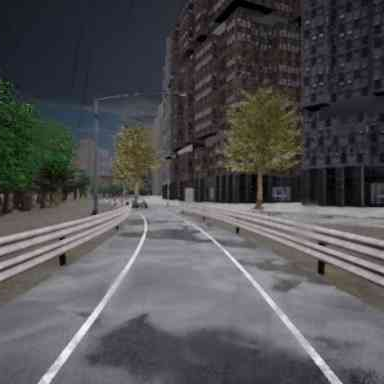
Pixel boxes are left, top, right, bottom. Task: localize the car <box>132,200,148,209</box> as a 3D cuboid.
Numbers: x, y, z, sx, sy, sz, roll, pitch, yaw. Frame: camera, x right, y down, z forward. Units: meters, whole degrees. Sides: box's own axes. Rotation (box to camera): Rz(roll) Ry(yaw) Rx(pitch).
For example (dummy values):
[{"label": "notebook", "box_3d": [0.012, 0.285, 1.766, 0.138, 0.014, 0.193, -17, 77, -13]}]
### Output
[{"label": "car", "box_3d": [-8.390, 1.950, 53.837, 1.812, 1.442, 4.674, 0, 0, -20]}]
